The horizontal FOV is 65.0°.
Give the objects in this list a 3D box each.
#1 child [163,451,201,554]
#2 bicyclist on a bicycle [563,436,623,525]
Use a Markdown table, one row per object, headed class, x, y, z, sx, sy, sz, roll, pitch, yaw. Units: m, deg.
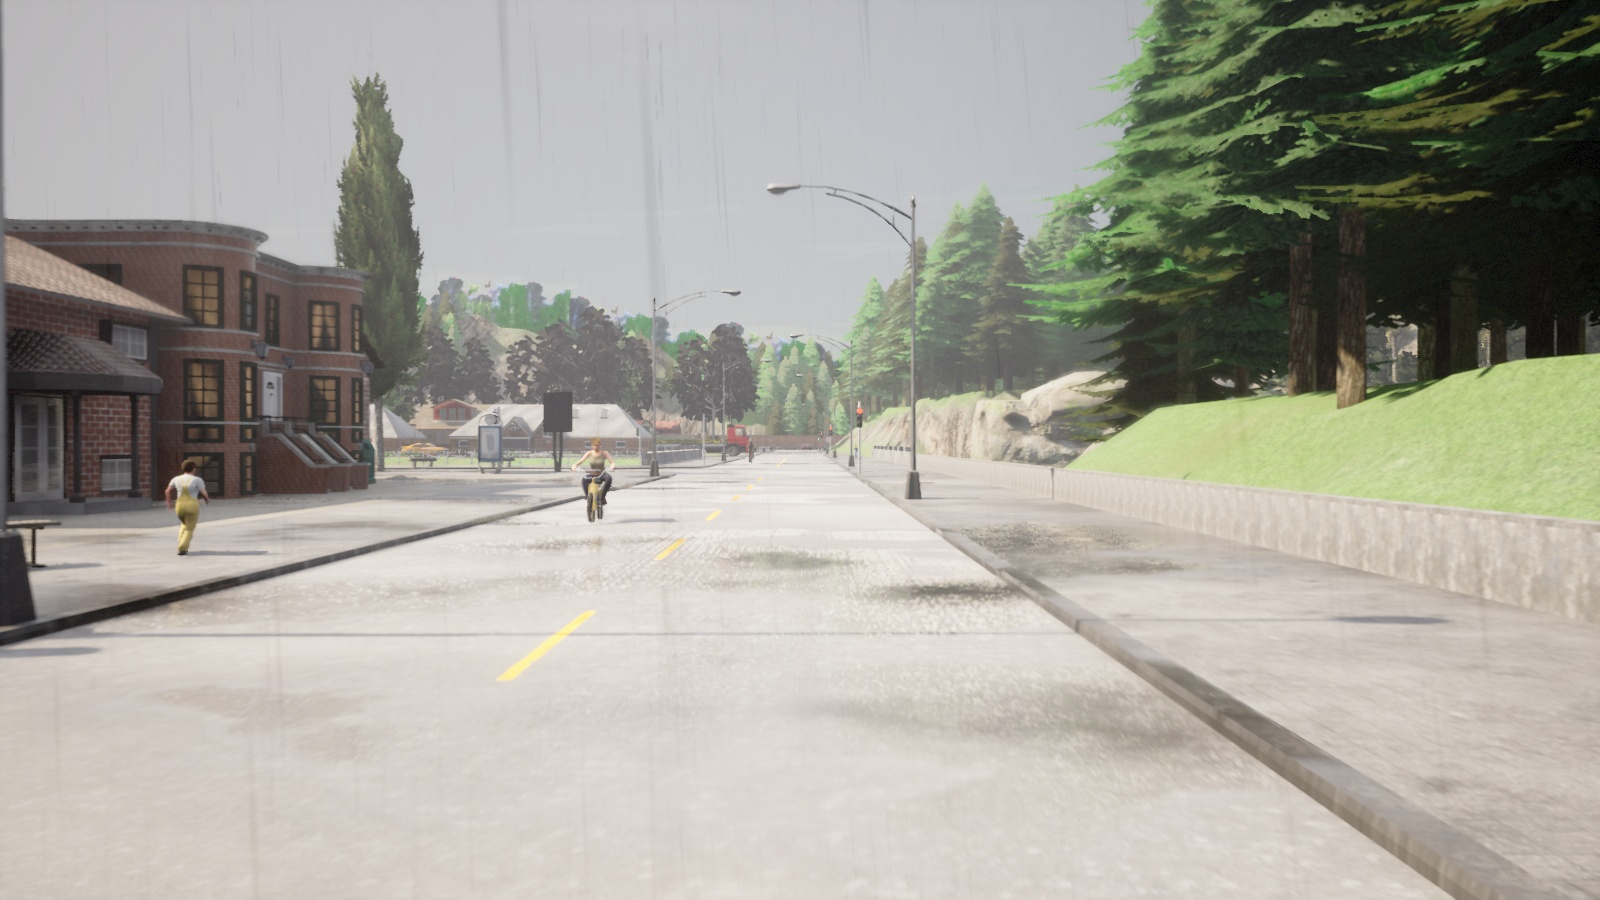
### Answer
| class | x | y | z | sx | sy | sz | roll | pitch | yaw |
| --- | --- | --- | --- | --- | --- | --- | --- | --- | --- |
| child | -7.705 | 0.642 | 15.658 | 0.270 | 1.263 | 0.437 | 0 | 0 | -3 |
| bicyclist on a bicycle | -3.854 | 0.547 | 23.498 | 0.866 | 1.612 | 1.509 | 0 | 0 | 0 |
